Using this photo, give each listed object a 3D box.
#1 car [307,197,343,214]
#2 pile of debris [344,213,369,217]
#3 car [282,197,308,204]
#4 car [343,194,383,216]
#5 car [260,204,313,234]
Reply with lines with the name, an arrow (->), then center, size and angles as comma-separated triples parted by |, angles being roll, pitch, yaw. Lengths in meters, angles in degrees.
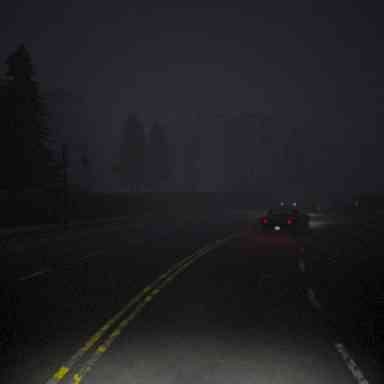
car -> 14.959, 1.488, 35.400 | 4.902, 1.511, 2.128 | 0, 0, -36
pile of debris -> 15.637, 2.184, 31.693 | 1.860, 0.140, 1.500 | 0, 0, -39
car -> 11.989, 1.329, 37.455 | 4.553, 1.767, 2.097 | 0, 0, -37
car -> 17.752, 1.236, 33.031 | 5.566, 2.045, 2.150 | 0, 0, -36
car -> 5.505, 1.586, 19.250 | 1.895, 1.301, 4.718 | 0, 0, 28
